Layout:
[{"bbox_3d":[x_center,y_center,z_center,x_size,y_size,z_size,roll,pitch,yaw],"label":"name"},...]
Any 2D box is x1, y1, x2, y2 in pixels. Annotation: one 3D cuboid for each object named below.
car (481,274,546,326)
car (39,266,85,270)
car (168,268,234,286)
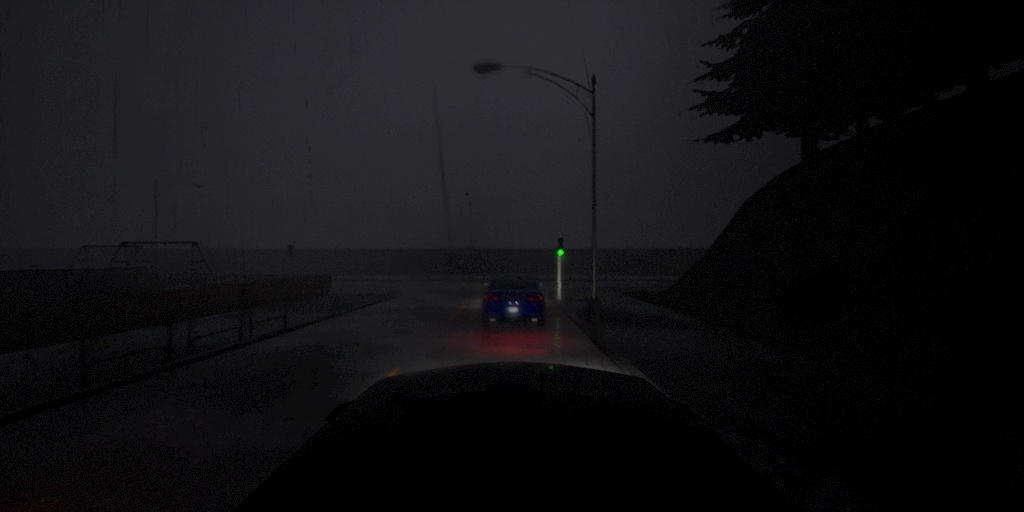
[{"bbox_3d":[0.060,1.347,12.233,1.882,1.535,5.008,0,-1,0],"label":"car"},{"bbox_3d":[-34.038,1.523,27.498,5.008,1.535,1.882,0,-1,0],"label":"car"},{"bbox_3d":[-23.787,1.608,27.501,4.181,1.385,1.994,0,-1,0],"label":"car"}]
